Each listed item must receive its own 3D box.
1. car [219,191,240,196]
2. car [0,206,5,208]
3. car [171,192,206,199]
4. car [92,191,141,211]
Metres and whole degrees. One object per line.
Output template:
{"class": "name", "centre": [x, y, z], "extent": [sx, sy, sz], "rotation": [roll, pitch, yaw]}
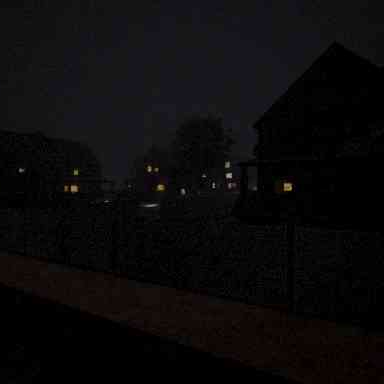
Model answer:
{"class": "car", "centre": [5.594, 0.509, 46.288], "extent": [2.033, 1.411, 5.357], "rotation": [1, 2, 36]}
{"class": "car", "centre": [-13.103, 1.290, 19.692], "extent": [1.994, 1.385, 4.181], "rotation": [1, 2, 33]}
{"class": "car", "centre": [-0.312, 0.746, 38.014], "extent": [2.033, 1.411, 5.357], "rotation": [1, 2, 35]}
{"class": "car", "centre": [-6.592, 0.805, 29.135], "extent": [2.097, 1.767, 4.553], "rotation": [1, 2, 35]}
